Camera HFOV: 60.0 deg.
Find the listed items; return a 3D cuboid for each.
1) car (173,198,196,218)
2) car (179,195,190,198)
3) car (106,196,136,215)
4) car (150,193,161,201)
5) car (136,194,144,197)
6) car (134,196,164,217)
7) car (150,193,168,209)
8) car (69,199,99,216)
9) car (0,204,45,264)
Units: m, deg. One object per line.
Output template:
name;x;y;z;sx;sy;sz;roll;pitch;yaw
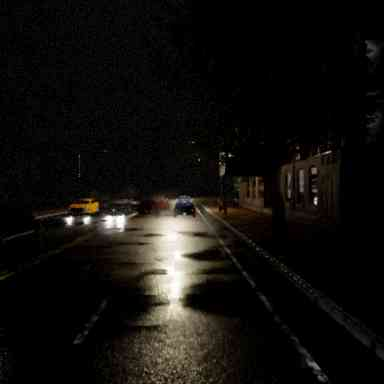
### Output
car;-0.646;1.526;29.721;1.895;1.301;4.718;0;0;-1
car;-0.938;1.243;42.230;2.097;1.767;4.553;0;0;-1
car;-7.399;1.437;33.698;2.128;1.511;4.902;0;0;-1
car;-8.326;1.131;75.356;2.097;1.767;4.553;0;0;-1
car;-11.528;1.159;73.360;1.882;1.535;5.008;0;0;-1
car;-3.863;1.416;30.198;1.882;1.535;5.008;0;0;-1
car;-4.171;1.257;42.608;2.097;1.767;4.553;0;0;-1
car;-10.634;1.441;33.009;1.882;1.535;5.008;0;0;-1
car;-6.850;1.355;11.264;2.097;1.767;4.553;0;0;-1
